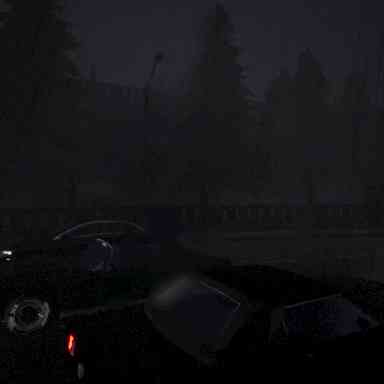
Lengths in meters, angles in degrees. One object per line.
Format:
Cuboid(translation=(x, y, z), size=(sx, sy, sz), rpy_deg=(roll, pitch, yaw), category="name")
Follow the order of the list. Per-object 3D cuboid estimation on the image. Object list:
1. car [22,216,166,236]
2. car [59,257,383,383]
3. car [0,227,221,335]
Cuboid(translation=(-3.030, 1.491, 9.764), size=(4.902, 1.511, 2.128), rpy_deg=(0, 0, -27), category="car")
Cuboid(translation=(1.079, 1.601, 3.939), size=(4.718, 1.301, 1.895), rpy_deg=(0, 0, -27), category="car")
Cuboid(translation=(-1.634, 1.601, 6.721), size=(4.718, 1.301, 1.895), rpy_deg=(0, 0, -28), category="car")
